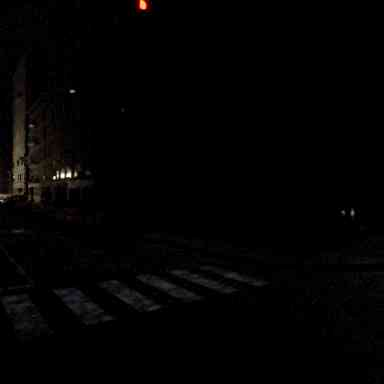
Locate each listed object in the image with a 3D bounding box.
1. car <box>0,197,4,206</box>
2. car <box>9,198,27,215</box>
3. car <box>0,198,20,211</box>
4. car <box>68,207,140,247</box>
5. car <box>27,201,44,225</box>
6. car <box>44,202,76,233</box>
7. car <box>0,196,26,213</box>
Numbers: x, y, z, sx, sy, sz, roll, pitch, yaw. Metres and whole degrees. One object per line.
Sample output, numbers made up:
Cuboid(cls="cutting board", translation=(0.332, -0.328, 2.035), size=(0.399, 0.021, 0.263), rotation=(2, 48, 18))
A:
Cuboid(cls="car", translation=(-32.624, 1.572, 55.486), size=(1.802, 1.307, 4.206), rotation=(0, 0, -35))
Cuboid(cls="car", translation=(-16.636, 1.583, 32.998), size=(1.802, 1.307, 4.206), rotation=(0, 0, -35))
Cuboid(cls="car", translation=(-23.132, 1.522, 42.128), size=(1.752, 1.417, 4.829), rotation=(0, 0, -35))
Cuboid(cls="car", translation=(-3.846, 1.562, 15.008), size=(2.008, 1.369, 4.403), rotation=(0, 0, -35))
Cuboid(cls="car", translation=(-10.240, 1.446, 24.003), size=(1.967, 1.590, 4.097), rotation=(0, 0, -35))
Cuboid(cls="car", translation=(-7.142, 1.534, 19.644), size=(1.752, 1.417, 4.829), rotation=(0, 0, -35))
Cuboid(cls="car", translation=(-19.833, 1.314, 37.496), size=(2.192, 1.841, 5.009), rotation=(0, 0, -35))
